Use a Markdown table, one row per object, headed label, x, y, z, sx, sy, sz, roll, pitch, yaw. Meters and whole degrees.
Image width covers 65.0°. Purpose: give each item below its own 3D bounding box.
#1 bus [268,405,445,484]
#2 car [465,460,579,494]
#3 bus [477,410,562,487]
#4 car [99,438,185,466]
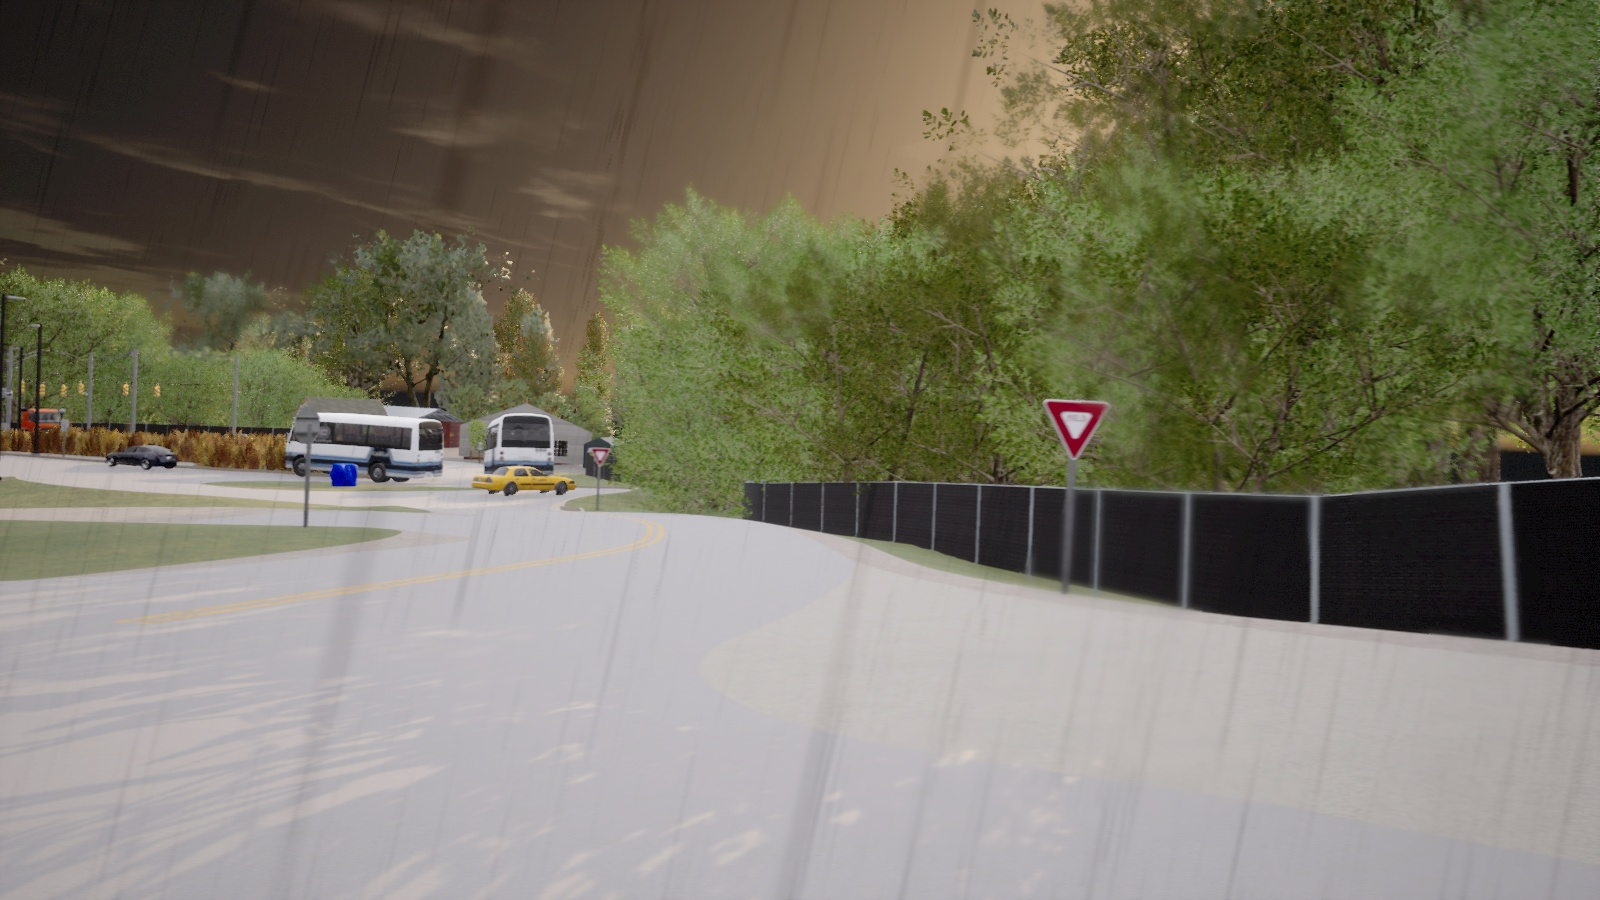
| label | x | y | z | sx | sy | sz | roll | pitch | yaw |
| --- | --- | --- | --- | --- | --- | --- | --- | --- | --- |
| bus | -28.869 | -0.410 | 81.800 | 10.273 | 4.253 | 3.944 | 5 | 2 | 16 |
| car | -13.951 | 1.362 | 63.233 | 5.366 | 1.575 | 1.801 | 2 | 1 | -44 |
| bus | -17.271 | 0.045 | 76.593 | 3.944 | 4.253 | 10.273 | 2 | -2 | -18 |
| car | -41.912 | 0.119 | 79.970 | 4.792 | 1.488 | 2.163 | 4 | 2 | 21 |
